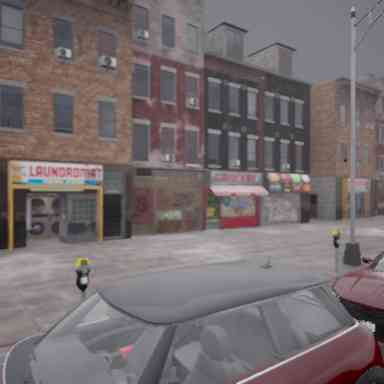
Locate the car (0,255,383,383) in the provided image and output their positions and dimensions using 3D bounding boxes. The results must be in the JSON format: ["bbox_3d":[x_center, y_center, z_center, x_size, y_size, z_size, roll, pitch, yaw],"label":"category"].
[{"bbox_3d":[-0.294,1.437,2.599,4.097,1.590,1.967,0,0,-35],"label":"car"}]

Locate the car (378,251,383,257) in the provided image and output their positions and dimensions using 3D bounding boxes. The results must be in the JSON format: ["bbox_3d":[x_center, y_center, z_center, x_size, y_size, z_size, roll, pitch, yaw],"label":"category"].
[{"bbox_3d":[4.176,1.545,5.743,4.507,1.381,1.887,0,0,-35],"label":"car"}]
